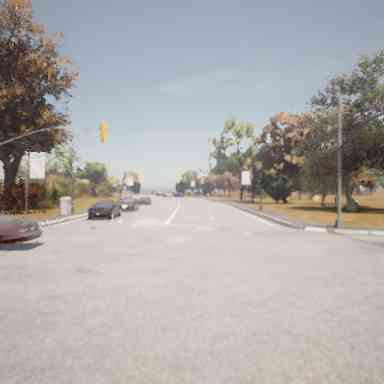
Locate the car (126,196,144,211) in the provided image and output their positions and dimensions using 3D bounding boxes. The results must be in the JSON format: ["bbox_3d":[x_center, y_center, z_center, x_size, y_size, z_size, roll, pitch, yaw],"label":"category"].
[{"bbox_3d":[-7.133,1.353,37.575,2.128,1.511,4.902,0,0,0],"label":"car"}]

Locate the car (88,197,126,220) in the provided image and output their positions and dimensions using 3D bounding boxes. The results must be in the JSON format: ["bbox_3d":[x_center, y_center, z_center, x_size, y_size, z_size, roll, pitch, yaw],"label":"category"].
[{"bbox_3d":[-7.109,1.384,27.559,1.882,1.535,5.008,0,0,0],"label":"car"}]

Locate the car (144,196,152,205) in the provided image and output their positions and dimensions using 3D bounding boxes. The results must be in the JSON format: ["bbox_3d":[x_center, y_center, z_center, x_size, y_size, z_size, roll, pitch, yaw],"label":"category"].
[{"bbox_3d":[-7.303,1.324,51.643,1.994,1.385,4.181,0,0,-1],"label":"car"}]

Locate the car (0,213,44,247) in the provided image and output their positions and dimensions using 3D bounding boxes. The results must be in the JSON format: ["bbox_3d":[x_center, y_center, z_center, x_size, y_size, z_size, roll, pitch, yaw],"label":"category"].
[{"bbox_3d":[-8.869,1.502,13.181,5.357,1.411,2.033,0,0,-3],"label":"car"}]
